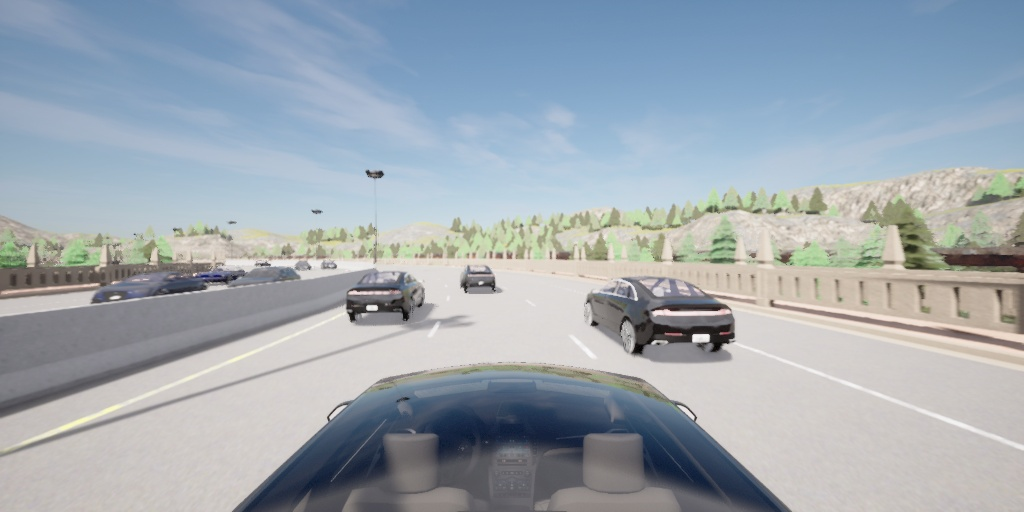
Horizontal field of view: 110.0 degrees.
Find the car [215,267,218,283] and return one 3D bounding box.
[{"bbox_3d":[-21.800,1.470,27.248,1.895,1.301,4.718,0,0,-18],"label":"car"}]

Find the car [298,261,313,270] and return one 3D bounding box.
[{"bbox_3d":[-31.661,1.452,54.314,1.812,1.442,4.674,0,0,-35],"label":"car"}]

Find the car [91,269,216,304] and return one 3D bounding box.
[{"bbox_3d":[-15.441,1.397,15.600,1.994,1.385,4.181,0,0,-10],"label":"car"}]

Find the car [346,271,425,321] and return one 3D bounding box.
[{"bbox_3d":[-4.241,1.266,12.586,2.128,1.511,4.902,0,0,-6],"label":"car"}]

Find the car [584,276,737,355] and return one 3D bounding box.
[{"bbox_3d":[3.150,1.228,8.688,2.128,1.511,4.902,0,0,-4],"label":"car"}]

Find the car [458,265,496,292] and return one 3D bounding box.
[{"bbox_3d":[-2.133,1.258,21.567,2.128,1.511,4.902,0,0,-11],"label":"car"}]

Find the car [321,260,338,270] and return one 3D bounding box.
[{"bbox_3d":[-28.633,1.404,56.086,2.128,1.511,4.902,0,0,-35],"label":"car"}]

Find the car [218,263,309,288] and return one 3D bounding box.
[{"bbox_3d":[-12.378,1.323,18.304,1.837,1.490,4.892,0,0,-11],"label":"car"}]
